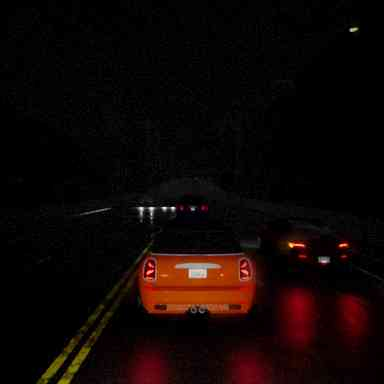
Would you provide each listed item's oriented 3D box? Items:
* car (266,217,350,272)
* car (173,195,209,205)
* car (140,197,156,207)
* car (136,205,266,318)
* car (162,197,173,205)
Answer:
[{"bbox_3d":[3.332,1.516,10.592,1.812,1.442,4.674,0,0,1],"label":"car"},{"bbox_3d":[0.046,1.193,24.028,2.150,2.045,5.566,0,0,0],"label":"car"},{"bbox_3d":[-6.618,1.437,49.890,1.812,1.442,4.674,0,0,0],"label":"car"},{"bbox_3d":[0.082,1.346,7.546,2.097,1.767,4.553,0,0,0],"label":"car"},{"bbox_3d":[-3.365,1.457,50.255,2.033,1.411,5.357,0,0,0],"label":"car"}]
